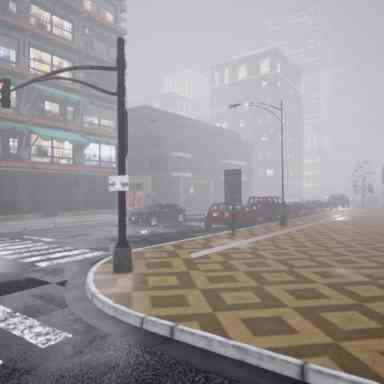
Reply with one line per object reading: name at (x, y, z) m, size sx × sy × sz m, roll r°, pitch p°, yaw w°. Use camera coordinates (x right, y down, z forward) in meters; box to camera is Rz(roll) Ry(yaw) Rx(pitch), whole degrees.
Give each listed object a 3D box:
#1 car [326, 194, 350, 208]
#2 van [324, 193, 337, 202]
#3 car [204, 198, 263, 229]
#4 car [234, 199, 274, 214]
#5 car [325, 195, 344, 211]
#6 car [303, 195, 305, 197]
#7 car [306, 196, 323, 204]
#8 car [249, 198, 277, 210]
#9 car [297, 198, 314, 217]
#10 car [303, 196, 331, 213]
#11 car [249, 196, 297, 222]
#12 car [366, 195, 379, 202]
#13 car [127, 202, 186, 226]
car at (19.095, 1.166, 43.250) m, size 2.192 × 1.841 × 5.009 m, roll -1°, pitch 0°, yaw 36°
van at (29.345, 1.227, 70.436) m, size 1.690 × 1.788 × 3.998 m, roll -1°, pitch 0°, yaw 36°
car at (2.504, 1.351, 20.739) m, size 1.967 × 1.590 × 4.097 m, roll -1°, pitch 0°, yaw 36°
car at (6.700, 1.496, 35.549) m, size 2.033 × 1.411 × 5.357 m, roll -1°, pitch 0°, yaw 36°
car at (15.779, 1.414, 38.747) m, size 2.008 × 1.369 × 4.403 m, roll -1°, pitch 0°, yaw 36°
car at (16.167, 1.512, 48.237) m, size 1.895 × 1.301 × 4.718 m, roll -1°, pitch 0°, yaw 36°
car at (22.609, 1.437, 61.294) m, size 1.752 × 1.417 × 4.829 m, roll -1°, pitch 0°, yaw 36°
car at (9.335, 1.487, 43.285) m, size 1.752 × 1.417 × 4.829 m, roll -1°, pitch 0°, yaw 36°
car at (9.142, 1.469, 29.742) m, size 1.802 × 1.307 × 4.206 m, roll -1°, pitch 0°, yaw 36°
car at (12.461, 1.420, 34.245) m, size 1.887 × 1.381 × 4.507 m, roll -1°, pitch 0°, yaw 36°
car at (5.821, 1.214, 25.241) m, size 2.192 × 1.841 × 5.009 m, roll -1°, pitch 0°, yaw 36°
car at (35.689, 1.332, 65.761) m, size 1.887 × 1.381 × 4.507 m, roll -1°, pitch 0°, yaw 36°
car at (-2.352, 1.486, 23.279) m, size 1.837 × 1.490 × 4.892 m, roll -1°, pitch -1°, yaw 36°
